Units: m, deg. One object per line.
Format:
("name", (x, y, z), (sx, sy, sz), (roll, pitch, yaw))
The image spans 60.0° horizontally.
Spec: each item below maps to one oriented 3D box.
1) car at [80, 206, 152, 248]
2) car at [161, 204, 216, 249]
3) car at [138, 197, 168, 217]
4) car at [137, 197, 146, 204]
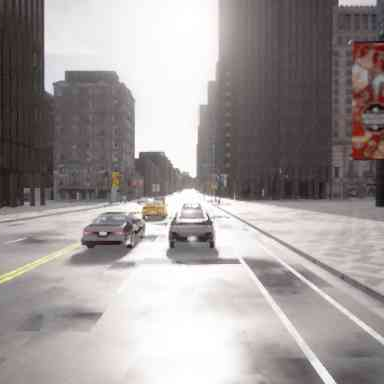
("car", (-3.250, 1.569, 14.653), (2.033, 1.411, 5.357), (0, 0, 0))
("car", (0.000, 1.501, 14.653), (2.128, 1.511, 4.902), (0, 0, 0))
("car", (-3.249, 1.521, 29.656), (1.882, 1.535, 5.008), (0, 0, 0))
("car", (-9.750, 1.731, 66.662), (1.812, 1.442, 4.674), (0, 0, 0))
